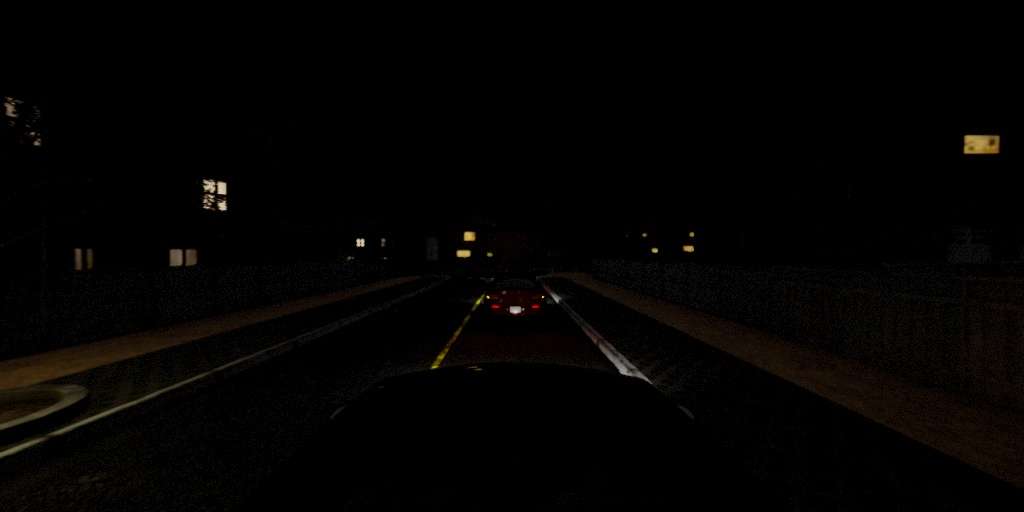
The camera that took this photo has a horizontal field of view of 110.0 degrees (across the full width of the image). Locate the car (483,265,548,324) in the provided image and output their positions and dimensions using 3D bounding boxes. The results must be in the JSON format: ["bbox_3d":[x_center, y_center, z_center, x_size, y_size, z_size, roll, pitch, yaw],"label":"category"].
[{"bbox_3d":[0.098,1.192,11.521,1.812,1.442,4.674,0,1,0],"label":"car"}]

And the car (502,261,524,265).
[{"bbox_3d":[0.050,1.077,23.676,1.837,1.490,4.892,0,0,-1],"label":"car"}]
